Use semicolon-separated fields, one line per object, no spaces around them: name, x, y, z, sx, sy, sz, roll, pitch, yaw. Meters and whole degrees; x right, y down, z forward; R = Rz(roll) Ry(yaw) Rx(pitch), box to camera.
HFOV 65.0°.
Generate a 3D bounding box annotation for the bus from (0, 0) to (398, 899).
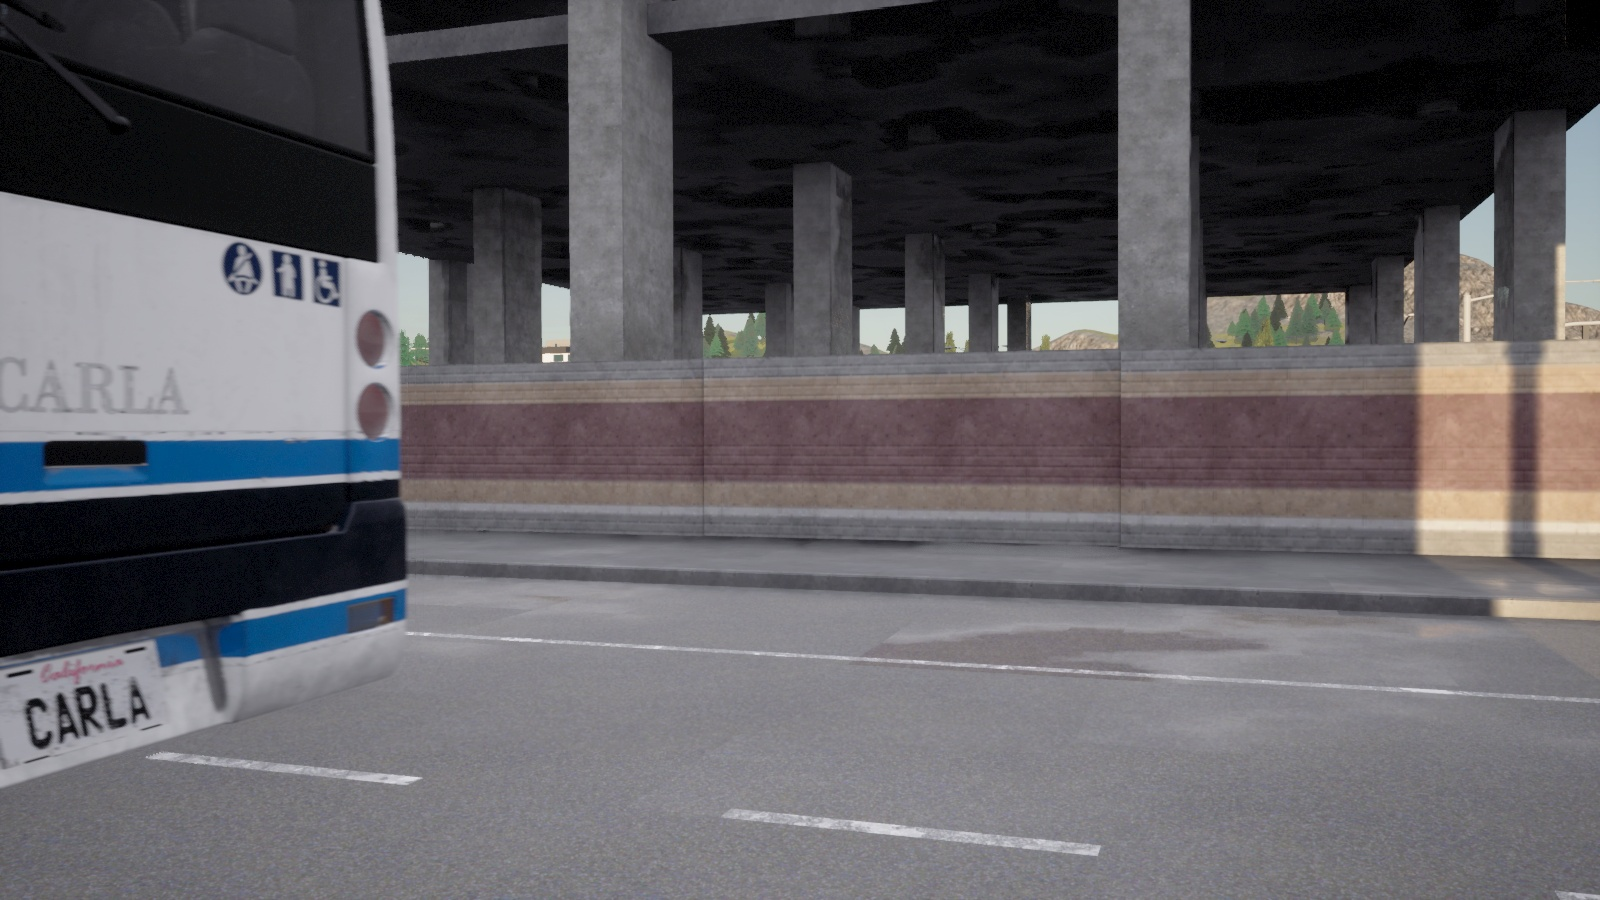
bus;-7.388;-0.668;5.667;10.273;4.253;3.944;1;1;19
